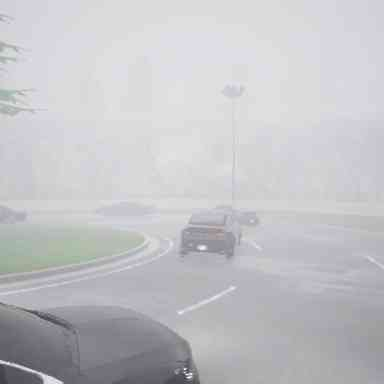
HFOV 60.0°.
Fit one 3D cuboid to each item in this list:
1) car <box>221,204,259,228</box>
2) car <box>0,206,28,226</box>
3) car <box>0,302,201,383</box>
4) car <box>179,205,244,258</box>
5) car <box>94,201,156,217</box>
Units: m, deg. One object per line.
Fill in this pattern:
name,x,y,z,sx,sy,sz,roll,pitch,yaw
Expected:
car,2.220,1.481,20.869,1.812,1.442,4.674,1,0,-31
car,-13.645,1.594,22.239,4.718,1.301,1.895,0,0,-25
car,-2.160,1.505,2.239,4.892,1.490,1.837,0,0,-36
car,0.812,1.479,12.732,1.837,1.490,4.892,2,0,12
car,-5.982,1.507,29.868,5.357,1.411,2.033,0,0,13
